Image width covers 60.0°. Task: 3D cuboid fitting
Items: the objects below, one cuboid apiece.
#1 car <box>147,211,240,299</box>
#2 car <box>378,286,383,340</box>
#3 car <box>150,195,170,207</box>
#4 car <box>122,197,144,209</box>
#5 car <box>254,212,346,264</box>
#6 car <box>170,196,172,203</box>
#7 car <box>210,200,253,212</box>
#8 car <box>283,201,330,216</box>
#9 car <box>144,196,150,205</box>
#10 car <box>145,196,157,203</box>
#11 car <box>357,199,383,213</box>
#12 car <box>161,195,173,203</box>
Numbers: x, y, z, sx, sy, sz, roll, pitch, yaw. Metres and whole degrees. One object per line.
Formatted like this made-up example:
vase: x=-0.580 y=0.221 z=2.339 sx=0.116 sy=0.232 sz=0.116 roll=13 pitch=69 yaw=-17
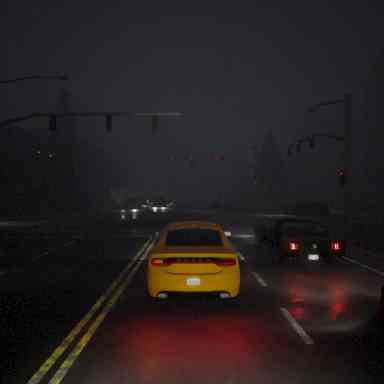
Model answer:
car: x=0.030 y=1.478 z=8.523 sx=1.882 sy=1.535 sz=5.008 roll=0 pitch=0 yaw=0
car: x=3.596 y=1.478 z=2.759 sx=1.882 sy=1.535 sz=5.008 roll=0 pitch=0 yaw=0
car: x=-4.821 y=1.564 z=50.432 sx=1.994 sy=1.385 sz=4.181 roll=0 pitch=0 yaw=-1
car: x=-8.230 y=1.505 z=45.535 sx=1.837 sy=1.490 sz=4.892 roll=0 pitch=0 yaw=0
car: x=3.497 y=1.601 z=11.849 sx=1.895 sy=1.301 sz=4.718 roll=0 pitch=0 yaw=-1
car: x=-5.072 y=1.352 z=60.665 sx=2.097 sy=1.767 sz=4.553 roll=0 pitch=0 yaw=-1
car: x=4.456 y=1.601 z=37.956 sx=4.718 sy=1.301 sz=1.895 roll=0 pitch=0 yaw=31
car: x=10.928 y=1.564 z=31.874 sx=4.181 sy=1.385 sz=1.994 roll=0 pitch=0 yaw=-4
car: x=-8.495 y=1.548 z=57.172 sx=2.033 sy=1.411 sz=5.357 roll=0 pitch=0 yaw=-1
car: x=-8.781 y=1.540 z=70.964 sx=2.033 sy=1.411 sz=5.357 roll=0 pitch=0 yaw=-2
car: x=20.239 y=1.526 z=35.779 sx=4.674 sy=1.442 sz=1.812 roll=0 pitch=0 yaw=-2
car: x=-5.278 y=1.525 z=70.879 sx=2.128 sy=1.511 sz=4.902 roll=0 pitch=0 yaw=-2
